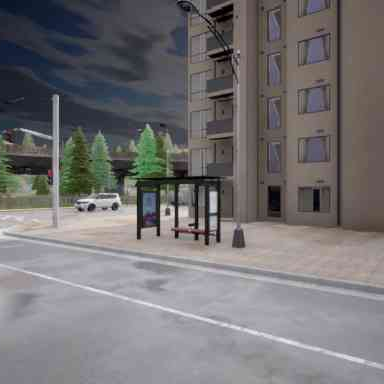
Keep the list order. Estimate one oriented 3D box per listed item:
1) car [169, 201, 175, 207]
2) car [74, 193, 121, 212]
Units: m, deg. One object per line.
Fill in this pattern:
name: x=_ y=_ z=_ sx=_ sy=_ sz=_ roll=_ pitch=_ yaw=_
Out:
car: x=-0.968 y=1.491 z=49.642 sx=5.357 sy=1.411 sz=2.033 roll=0 pitch=0 yaw=-39
car: x=-10.764 y=1.166 z=38.497 sx=2.150 sy=2.045 sz=5.566 roll=0 pitch=0 yaw=37
